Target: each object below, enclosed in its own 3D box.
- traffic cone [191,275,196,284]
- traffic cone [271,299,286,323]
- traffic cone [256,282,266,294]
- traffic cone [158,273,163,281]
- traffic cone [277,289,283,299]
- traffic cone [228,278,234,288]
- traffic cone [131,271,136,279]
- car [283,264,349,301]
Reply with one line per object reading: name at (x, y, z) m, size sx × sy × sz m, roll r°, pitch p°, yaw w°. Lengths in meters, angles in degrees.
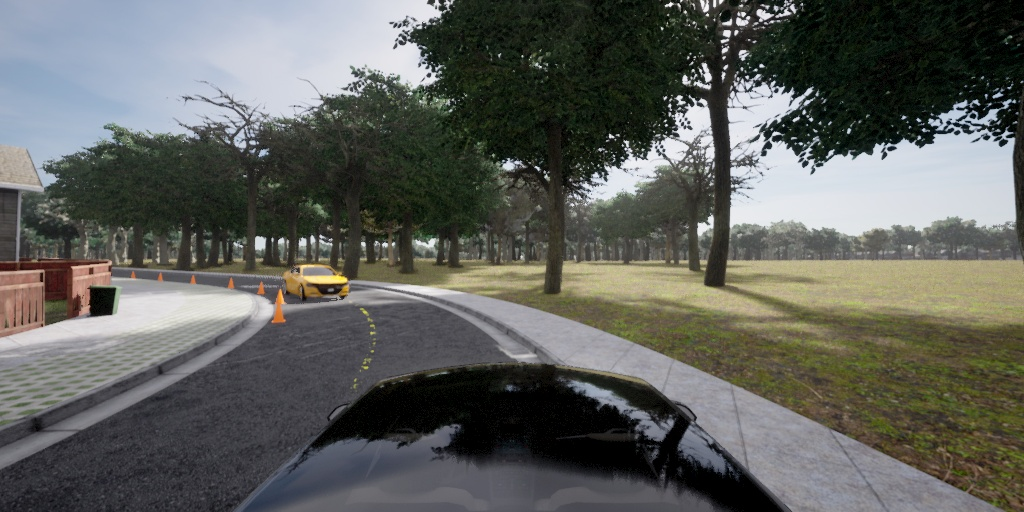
traffic cone at (-20.377, 1.521, 22.905) m, size 0.340 × 0.580 × 0.340 m, roll 0°, pitch 0°, yaw 28°
traffic cone at (-6.944, 1.662, 10.671) m, size 0.340 × 0.580 × 0.340 m, roll 0°, pitch 0°, yaw -27°
traffic cone at (-12.484, 1.591, 17.845) m, size 0.340 × 0.580 × 0.340 m, roll 0°, pitch 0°, yaw 42°
traffic cone at (-24.786, 1.500, 25.265) m, size 0.340 × 0.580 × 0.340 m, roll 0°, pitch 0°, yaw 28°
traffic cone at (-9.390, 1.630, 14.508) m, size 0.340 × 0.580 × 0.340 m, roll 0°, pitch 0°, yaw -38°
traffic cone at (-16.125, 1.552, 20.574) m, size 0.340 × 0.580 × 0.340 m, roll 0°, pitch 0°, yaw 32°
traffic cone at (-29.195, 1.480, 27.625) m, size 0.340 × 0.580 × 0.340 m, roll 0°, pitch 0°, yaw 28°
car at (-9.444, 1.163, 17.149) m, size 1.882 × 1.535 × 5.008 m, roll 2°, pitch -1°, yaw -43°
